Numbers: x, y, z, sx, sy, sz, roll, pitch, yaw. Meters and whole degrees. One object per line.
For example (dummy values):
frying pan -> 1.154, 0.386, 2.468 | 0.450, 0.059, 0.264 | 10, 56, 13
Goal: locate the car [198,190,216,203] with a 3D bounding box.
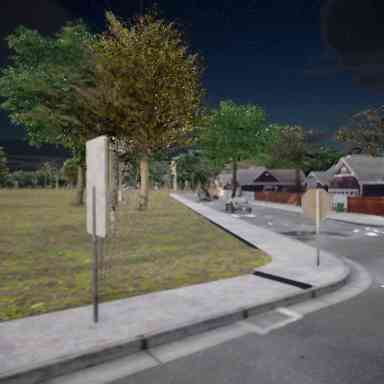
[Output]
car -> 2.136, 0.917, 53.131 | 1.837, 1.490, 4.892 | -1, 0, -6

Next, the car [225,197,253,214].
car -> 4.360, 1.221, 31.702 | 1.812, 1.442, 4.674 | -1, 1, -6

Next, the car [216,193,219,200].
car -> 3.922, 0.830, 63.924 | 1.895, 1.301, 4.718 | -1, 1, -6
